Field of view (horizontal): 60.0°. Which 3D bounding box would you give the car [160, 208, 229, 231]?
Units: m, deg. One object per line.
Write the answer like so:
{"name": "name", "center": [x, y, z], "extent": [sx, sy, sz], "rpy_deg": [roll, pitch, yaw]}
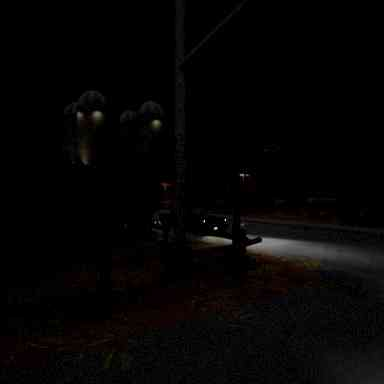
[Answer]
{"name": "car", "center": [-0.011, 1.602, 19.353], "extent": [1.895, 1.301, 4.718], "rpy_deg": [0, 0, -35]}
